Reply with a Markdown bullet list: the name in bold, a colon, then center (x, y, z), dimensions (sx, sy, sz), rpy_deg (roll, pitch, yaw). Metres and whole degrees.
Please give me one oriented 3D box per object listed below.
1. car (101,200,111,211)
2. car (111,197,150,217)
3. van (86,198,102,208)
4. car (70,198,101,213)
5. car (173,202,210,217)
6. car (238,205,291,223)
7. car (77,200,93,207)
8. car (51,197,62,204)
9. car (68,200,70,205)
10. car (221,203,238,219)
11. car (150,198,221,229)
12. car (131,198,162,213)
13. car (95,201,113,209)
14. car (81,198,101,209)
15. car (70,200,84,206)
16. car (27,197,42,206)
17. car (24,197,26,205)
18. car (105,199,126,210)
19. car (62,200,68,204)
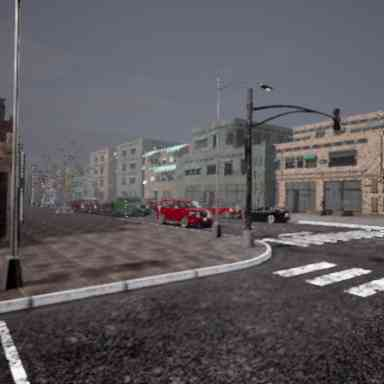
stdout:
- **car**: center (-11.755, 1.991, 49.245), dimensions (2.128, 1.511, 4.902), rpy_deg (1, -1, -34)
- **car**: center (-6.484, 1.534, 36.142), dimensions (2.150, 2.045, 5.566), rpy_deg (1, -1, -35)
- **van**: center (-19.032, 2.045, 64.360), dimensions (1.690, 1.788, 3.998), rpy_deg (1, -1, -35)
- **car**: center (-13.262, 1.786, 41.348), dimensions (1.967, 1.590, 4.097), rpy_deg (1, -1, -35)
- **car**: center (-0.150, 1.912, 37.149), dimensions (1.752, 1.417, 4.829), rpy_deg (1, -1, -35)
- **car**: center (6.274, 1.845, 27.893), dimensions (1.947, 1.339, 4.313), rpy_deg (1, -1, -35)
- **car**: center (-22.195, 2.301, 68.915), dimensions (1.887, 1.381, 4.507), rpy_deg (1, -1, -35)
- **car**: center (-34.848, 2.549, 87.147), dimensions (1.802, 1.307, 4.206), rpy_deg (1, -1, -35)
- **car**: center (-17.154, 1.900, 51.682), dimensions (2.097, 1.767, 4.553), rpy_deg (1, -1, -35)
- **car**: center (3.111, 1.772, 32.453), dimensions (1.967, 1.590, 4.097), rpy_deg (1, -1, -35)
- **car**: center (-0.609, 1.448, 23.118), dimensions (2.192, 1.841, 5.009), rpy_deg (1, -1, -35)
- **car**: center (-6.379, 1.807, 46.128), dimensions (2.192, 1.841, 5.009), rpy_deg (1, -1, -35)
- **car**: center (-15.868, 2.233, 59.799), dimensions (1.802, 1.307, 4.206), rpy_deg (1, -1, -35)
- **car**: center (-17.506, 1.946, 57.451), dimensions (2.097, 1.767, 4.553), rpy_deg (1, -1, -35)
- **car**: center (-25.359, 2.391, 73.473), dimensions (1.802, 1.307, 4.206), rpy_deg (1, -1, -35)
- **car**: center (-32.242, 2.214, 68.695), dimensions (2.008, 1.369, 4.403), rpy_deg (1, -1, -35)
- **car**: center (-38.568, 2.084, 77.814), dimensions (2.192, 1.841, 5.009), rpy_deg (1, -1, -35)
- **car**: center (-12.705, 2.038, 55.242), dimensions (1.967, 1.590, 4.097), rpy_deg (1, -1, -35)
- **car**: center (-28.521, 2.444, 78.031), dimensions (1.802, 1.307, 4.206), rpy_deg (1, -1, -35)
